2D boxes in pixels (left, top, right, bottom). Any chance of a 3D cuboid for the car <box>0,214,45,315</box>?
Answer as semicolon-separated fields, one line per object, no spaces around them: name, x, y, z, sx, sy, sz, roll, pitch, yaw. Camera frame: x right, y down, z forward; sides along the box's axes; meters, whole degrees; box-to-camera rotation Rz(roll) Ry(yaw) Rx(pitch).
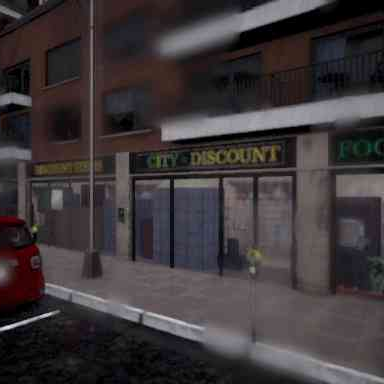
car;-4.825;1.312;6.316;5.009;1.841;2.192;0;0;36
